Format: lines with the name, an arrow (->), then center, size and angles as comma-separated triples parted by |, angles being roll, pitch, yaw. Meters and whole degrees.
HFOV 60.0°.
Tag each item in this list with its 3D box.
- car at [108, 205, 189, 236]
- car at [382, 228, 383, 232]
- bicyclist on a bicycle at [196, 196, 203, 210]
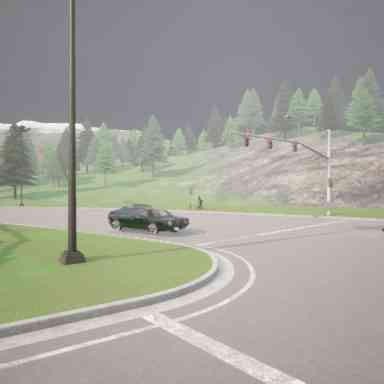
car -> -2.531, 1.600, 18.609 | 4.718, 1.301, 1.895 | 0, 0, 38
car -> 11.981, 1.545, 15.433 | 5.357, 1.411, 2.033 | 0, 0, 43
bicyclist on a bicycle -> 0.884, 1.299, 38.380 | 0.582, 1.620, 1.656 | 0, 0, 34
